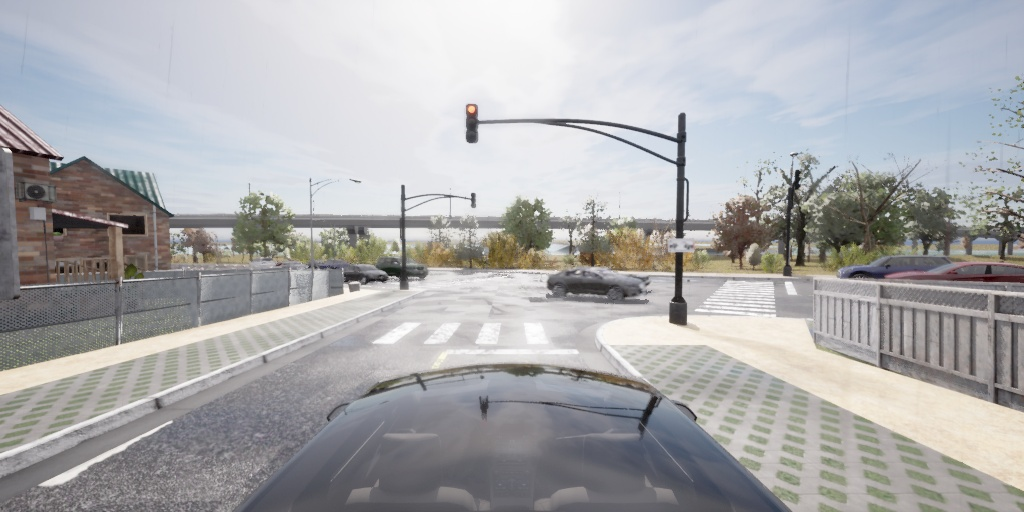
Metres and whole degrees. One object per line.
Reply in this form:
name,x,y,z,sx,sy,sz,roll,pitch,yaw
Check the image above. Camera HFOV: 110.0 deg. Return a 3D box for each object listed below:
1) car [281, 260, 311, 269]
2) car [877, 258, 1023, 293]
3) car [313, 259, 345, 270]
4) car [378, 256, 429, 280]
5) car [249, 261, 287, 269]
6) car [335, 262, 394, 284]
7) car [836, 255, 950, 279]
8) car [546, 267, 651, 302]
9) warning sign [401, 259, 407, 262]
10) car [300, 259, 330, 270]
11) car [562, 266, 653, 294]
car,-26.769,1.476,44.221,4.902,1.511,2.128,0,2,36
car,19.184,0.980,15.037,5.008,1.535,1.882,0,2,36
car,-22.787,1.201,45.571,4.553,1.767,2.097,0,2,36
car,-9.890,1.066,31.918,5.566,2.045,2.150,0,2,36
car,-28.143,1.617,41.204,4.674,1.442,1.812,0,2,36
car,-12.244,1.462,29.626,4.892,1.490,1.837,1,2,36
car,19.829,0.754,18.580,4.553,1.767,2.097,0,2,36
car,4.029,1.309,17.811,4.902,1.511,2.128,0,1,36
warning sign,-14.238,0.716,46.795,1.060,1.860,1.300,0,0,36
car,-30.158,1.314,54.831,4.902,1.511,2.128,-1,2,36
car,5.451,1.319,20.771,4.718,1.301,1.895,0,2,36
